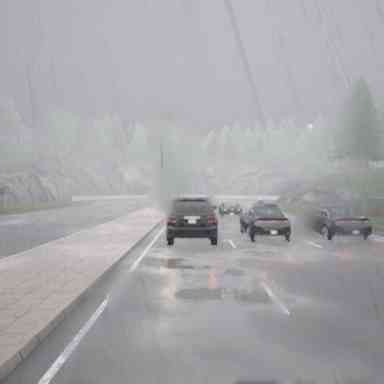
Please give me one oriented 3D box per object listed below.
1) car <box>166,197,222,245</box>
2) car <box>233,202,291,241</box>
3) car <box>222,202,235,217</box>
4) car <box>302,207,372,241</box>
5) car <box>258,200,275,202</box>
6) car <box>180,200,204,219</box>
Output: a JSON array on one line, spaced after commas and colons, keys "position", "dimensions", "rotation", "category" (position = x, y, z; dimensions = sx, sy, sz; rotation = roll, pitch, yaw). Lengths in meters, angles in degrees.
[{"position": [0.010, 1.225, 15.682], "dimensions": [2.150, 2.045, 5.566], "rotation": [0, 0, 0], "category": "car"}, {"position": [3.520, 1.493, 16.626], "dimensions": [2.128, 1.511, 4.902], "rotation": [0, 0, 0], "category": "car"}, {"position": [3.517, 1.601, 31.368], "dimensions": [1.895, 1.301, 4.718], "rotation": [0, 0, 0], "category": "car"}, {"position": [7.020, 1.493, 16.625], "dimensions": [2.128, 1.511, 4.902], "rotation": [0, 0, 0], "category": "car"}, {"position": [7.021, 1.507, 31.642], "dimensions": [1.837, 1.490, 4.892], "rotation": [0, 1, 1], "category": "car"}, {"position": [0.009, 1.548, 30.636], "dimensions": [2.033, 1.411, 5.357], "rotation": [0, 0, 0], "category": "car"}]
